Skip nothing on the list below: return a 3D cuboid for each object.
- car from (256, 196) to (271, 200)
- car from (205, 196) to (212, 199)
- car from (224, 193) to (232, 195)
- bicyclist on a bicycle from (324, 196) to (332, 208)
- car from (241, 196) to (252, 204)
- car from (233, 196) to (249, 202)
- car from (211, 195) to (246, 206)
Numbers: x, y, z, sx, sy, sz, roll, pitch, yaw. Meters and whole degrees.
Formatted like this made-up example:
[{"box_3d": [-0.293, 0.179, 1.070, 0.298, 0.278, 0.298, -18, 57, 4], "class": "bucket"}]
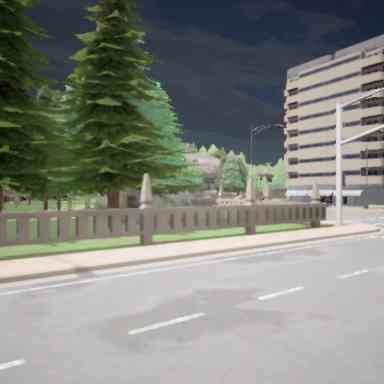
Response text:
[{"box_3d": [17.123, 1.694, 79.408, 1.895, 1.301, 4.718, 0, 0, 40], "class": "car"}, {"box_3d": [2.961, 1.520, 61.458, 1.882, 1.535, 5.008, 0, 0, 4], "class": "car"}, {"box_3d": [6.956, 1.278, 64.394, 2.150, 2.045, 5.566, 0, 0, 9], "class": "car"}, {"box_3d": [18.185, 1.350, 44.576, 1.656, 1.620, 0.582, 0, 0, -29], "class": "bicyclist on a bicycle"}, {"box_3d": [10.731, 1.612, 65.443, 2.033, 1.411, 5.357, 0, 0, 12], "class": "car"}, {"box_3d": [11.411, 1.608, 77.292, 1.812, 1.442, 4.674, 0, 0, 32], "class": "car"}, {"box_3d": [4.928, 1.570, 45.384, 2.033, 1.411, 5.357, 0, 0, -19], "class": "car"}]
